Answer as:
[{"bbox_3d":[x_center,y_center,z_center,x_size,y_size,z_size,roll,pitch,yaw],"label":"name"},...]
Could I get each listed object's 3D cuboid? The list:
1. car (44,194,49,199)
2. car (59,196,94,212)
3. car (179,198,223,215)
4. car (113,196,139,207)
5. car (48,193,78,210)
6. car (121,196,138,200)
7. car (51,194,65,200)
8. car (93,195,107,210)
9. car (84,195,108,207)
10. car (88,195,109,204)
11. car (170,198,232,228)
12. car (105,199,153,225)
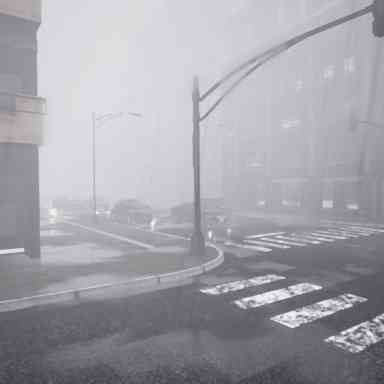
[{"bbox_3d":[-34.978,1.073,83.334,1.752,1.417,4.829,-1,1,-35],"label":"car"},{"bbox_3d":[-12.682,1.447,36.363,2.008,1.369,4.403,-1,1,-35],"label":"car"},{"bbox_3d":[0.756,1.357,31.846,1.887,1.381,4.507,-1,1,-35],"label":"car"},{"bbox_3d":[-9.121,1.264,45.944,1.752,1.417,4.829,-1,1,-35],"label":"car"},{"bbox_3d":[-15.915,1.312,41.036,1.967,1.590,4.097,-1,1,-35],"label":"car"},{"bbox_3d":[-5.495,1.372,30.518,1.882,1.535,5.008,-1,1,-35],"label":"car"},{"bbox_3d":[-31.650,1.122,78.521,2.008,1.369,4.403,-1,1,-35],"label":"car"},{"bbox_3d":[-11.493,1.396,39.205,2.033,1.411,5.357,-1,1,-35],"label":"car"},{"bbox_3d":[-13.998,1.236,48.440,1.882,1.535,5.008,-1,1,-35],"label":"car"},{"bbox_3d":[-15.585,1.215,55.292,1.752,1.417,4.829,-1,1,-35],"label":"car"},{"bbox_3d":[0.387,1.432,22.010,2.128,1.511,4.902,-1,1,-35],"label":"car"},{"bbox_3d":[-4.421,1.508,24.191,1.887,1.381,4.507,-1,1,-35],"label":"car"}]
